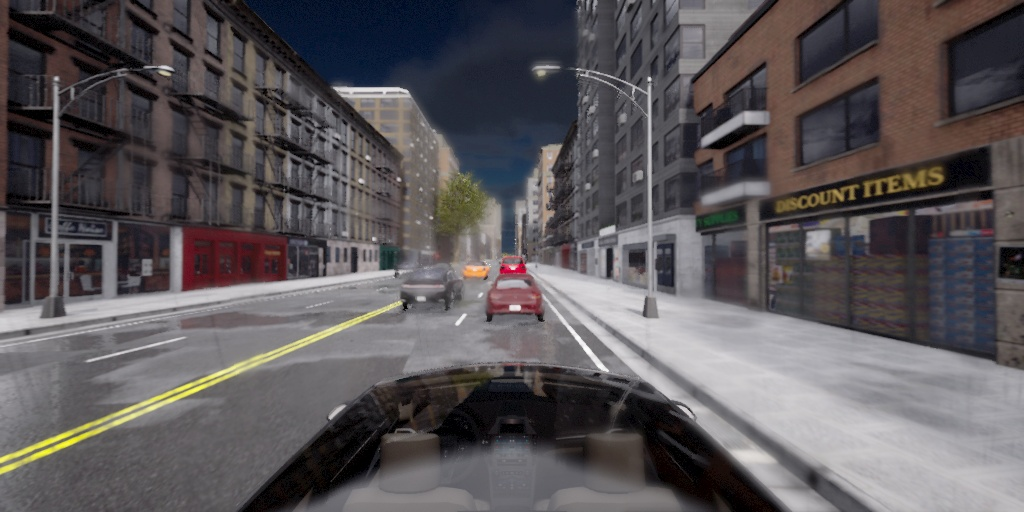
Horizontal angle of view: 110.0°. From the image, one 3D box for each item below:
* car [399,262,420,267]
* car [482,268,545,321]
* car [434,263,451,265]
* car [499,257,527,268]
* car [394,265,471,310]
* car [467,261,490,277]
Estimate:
[{"bbox_3d":[-9.861,1.374,34.573,2.128,1.511,4.902,0,0,0],"label":"car"},{"bbox_3d":[0.098,1.314,12.562,1.812,1.442,4.674,0,0,0],"label":"car"},{"bbox_3d":[-6.612,1.381,33.650,1.837,1.490,4.892,0,0,0],"label":"car"},{"bbox_3d":[0.081,1.083,30.278,2.150,2.045,5.566,0,0,0],"label":"car"},{"bbox_3d":[-3.159,1.289,14.930,2.128,1.511,4.902,0,0,0],"label":"car"},{"bbox_3d":[-3.170,1.225,32.911,2.097,1.767,4.553,0,0,0],"label":"car"}]
